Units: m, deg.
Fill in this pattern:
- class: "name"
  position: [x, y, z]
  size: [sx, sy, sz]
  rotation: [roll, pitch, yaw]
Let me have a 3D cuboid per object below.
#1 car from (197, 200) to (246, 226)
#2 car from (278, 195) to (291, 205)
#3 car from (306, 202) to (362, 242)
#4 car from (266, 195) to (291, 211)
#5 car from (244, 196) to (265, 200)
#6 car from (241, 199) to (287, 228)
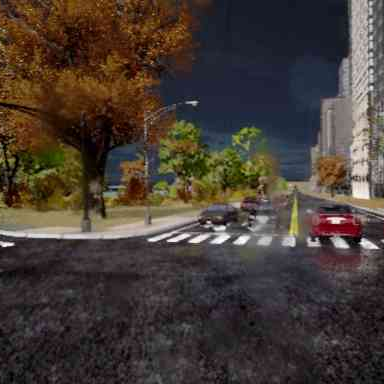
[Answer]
- class: "car"
  position: [2.026, 1.521, 23.493]
  size: [2.033, 1.411, 5.357]
  rotation: [-1, 0, 21]
- class: "car"
  position: [15.470, 1.325, 55.491]
  size: [1.837, 1.490, 4.892]
  rotation: [-1, 0, 17]
- class: "car"
  position: [6.685, 1.262, 16.019]
  size: [2.097, 1.767, 4.553]
  rotation: [-1, 0, 17]
- class: "car"
  position: [10.200, 1.231, 38.844]
  size: [2.097, 1.767, 4.553]
  rotation: [-1, 0, 18]
- class: "car"
  position: [7.052, 1.272, 39.663]
  size: [2.097, 1.767, 4.553]
  rotation: [-1, 0, 18]
- class: "car"
  position: [4.792, 1.427, 21.523]
  size: [2.128, 1.511, 4.902]
  rotation: [-1, 0, 17]
